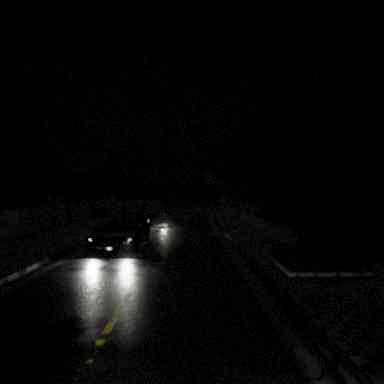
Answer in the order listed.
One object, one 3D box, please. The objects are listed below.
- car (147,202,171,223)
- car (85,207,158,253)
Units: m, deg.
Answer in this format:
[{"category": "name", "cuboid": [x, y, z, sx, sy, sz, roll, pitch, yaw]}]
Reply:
[{"category": "car", "cuboid": [-2.801, 1.583, 26.983, 1.882, 1.535, 5.008, 0, 1, 2]}, {"category": "car", "cuboid": [-2.882, 1.604, 14.253, 2.033, 1.411, 5.357, 0, 0, 0]}]
